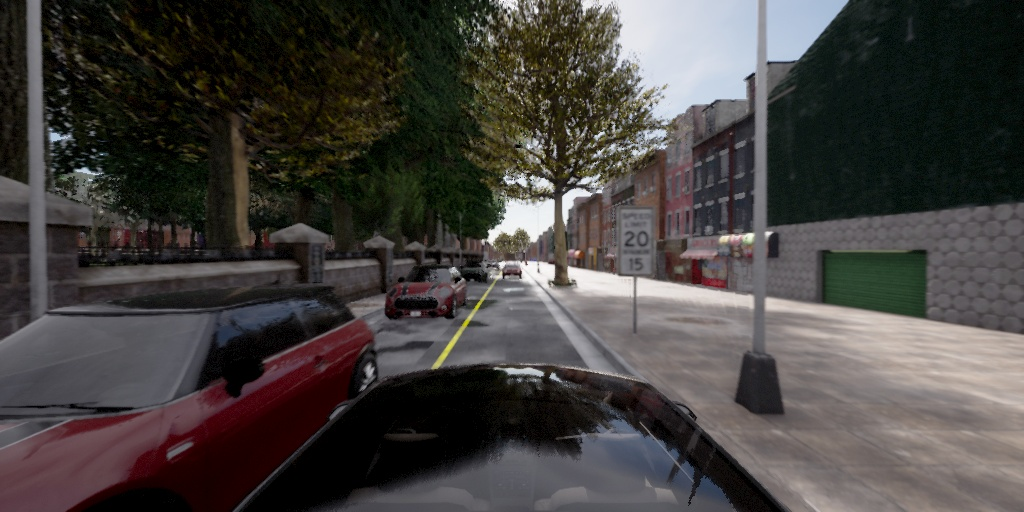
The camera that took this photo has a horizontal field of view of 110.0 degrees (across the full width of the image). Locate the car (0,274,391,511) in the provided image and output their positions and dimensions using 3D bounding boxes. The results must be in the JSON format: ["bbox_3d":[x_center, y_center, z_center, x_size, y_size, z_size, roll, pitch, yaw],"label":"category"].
[{"bbox_3d":[-2.846,1.104,2.937,2.097,1.767,4.553,0,0,0],"label":"car"}]

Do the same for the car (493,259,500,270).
[{"bbox_3d":[-2.743,1.170,51.616,1.837,1.490,4.892,0,0,0],"label":"car"}]

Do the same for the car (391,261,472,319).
[{"bbox_3d":[-2.844,1.116,12.806,2.097,1.767,4.553,0,0,0],"label":"car"}]

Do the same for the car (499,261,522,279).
[{"bbox_3d":[0.010,1.412,34.012,1.895,1.301,4.718,0,0,0],"label":"car"}]

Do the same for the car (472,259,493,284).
[{"bbox_3d":[-2.827,1.146,27.763,2.097,1.767,4.553,0,0,0],"label":"car"}]
